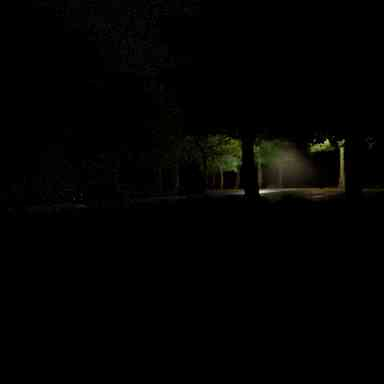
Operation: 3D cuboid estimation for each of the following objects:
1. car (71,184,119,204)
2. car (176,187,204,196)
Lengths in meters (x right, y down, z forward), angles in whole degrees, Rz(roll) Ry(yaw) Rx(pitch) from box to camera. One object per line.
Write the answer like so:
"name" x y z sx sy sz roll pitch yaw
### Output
"car" -10.749 0.195 37.284 2.150 2.045 5.566 -1 3 38
"car" -0.296 -0.073 50.840 1.895 1.301 4.718 -1 2 38
